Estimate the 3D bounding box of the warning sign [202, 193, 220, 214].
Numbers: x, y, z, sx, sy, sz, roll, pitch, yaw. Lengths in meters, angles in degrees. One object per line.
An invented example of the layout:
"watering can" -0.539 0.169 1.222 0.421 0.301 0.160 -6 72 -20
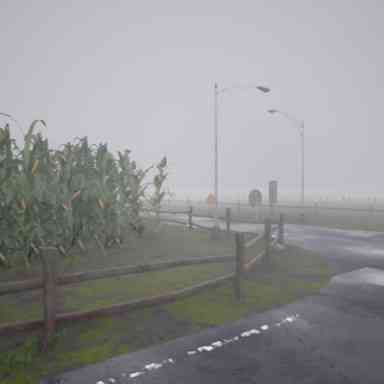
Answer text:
"warning sign" 1.720 1.017 30.436 1.300 1.860 1.060 -1 0 -36
